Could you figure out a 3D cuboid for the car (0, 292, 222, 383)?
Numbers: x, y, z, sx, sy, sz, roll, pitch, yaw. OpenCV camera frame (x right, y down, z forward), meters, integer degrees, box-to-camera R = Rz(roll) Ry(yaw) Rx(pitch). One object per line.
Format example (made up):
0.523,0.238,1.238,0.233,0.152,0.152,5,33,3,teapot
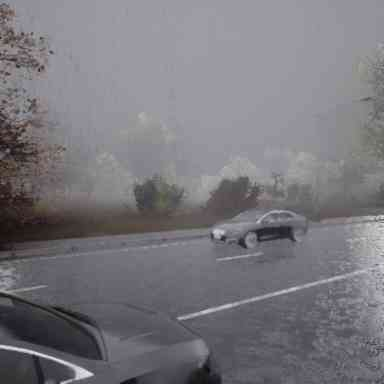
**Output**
-1.973,1.498,2.327,4.892,1.490,1.837,0,0,-36,car

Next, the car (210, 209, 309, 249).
3.021,1.494,14.492,4.902,1.511,2.128,0,0,-34,car
